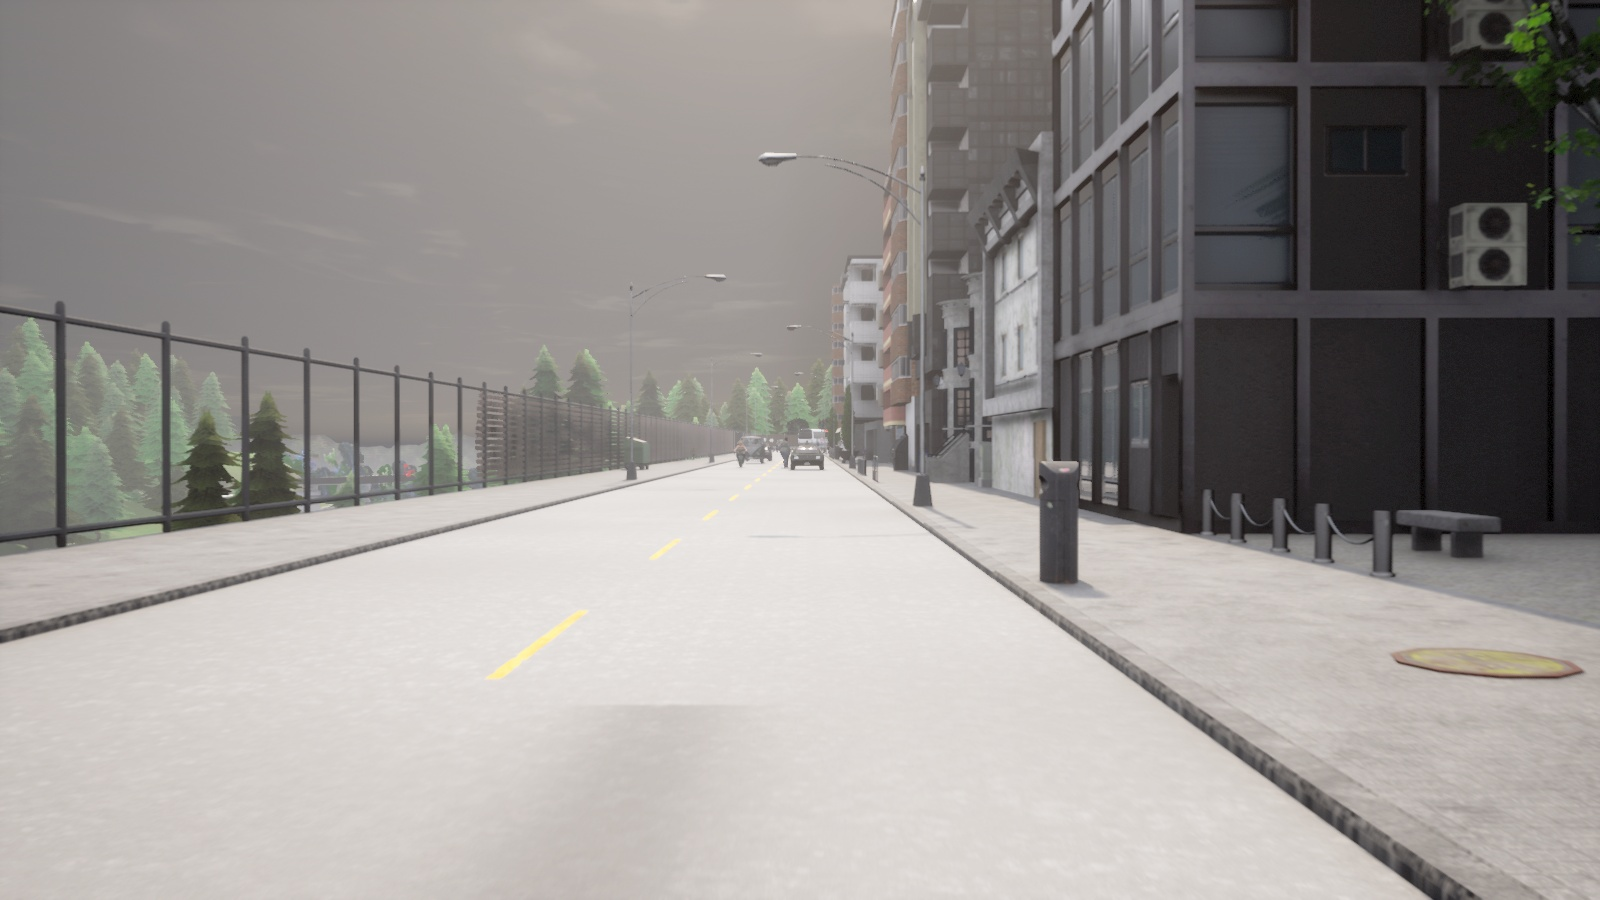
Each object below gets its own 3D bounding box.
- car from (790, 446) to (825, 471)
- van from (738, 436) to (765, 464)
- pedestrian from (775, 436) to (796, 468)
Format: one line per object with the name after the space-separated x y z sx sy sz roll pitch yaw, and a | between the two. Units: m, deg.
0.406 0.450 70.374 1.895 1.301 4.718 0 0 0 | car
-3.478 -0.016 90.977 1.775 1.987 4.442 0 0 0 | van
-0.841 0.128 73.482 0.874 1.855 0.900 0 0 45 | pedestrian
